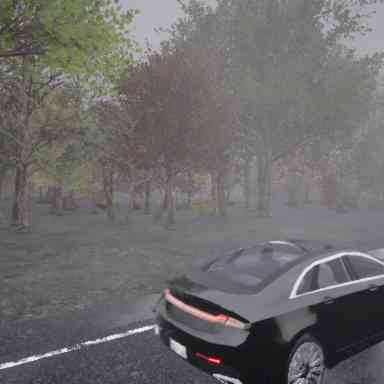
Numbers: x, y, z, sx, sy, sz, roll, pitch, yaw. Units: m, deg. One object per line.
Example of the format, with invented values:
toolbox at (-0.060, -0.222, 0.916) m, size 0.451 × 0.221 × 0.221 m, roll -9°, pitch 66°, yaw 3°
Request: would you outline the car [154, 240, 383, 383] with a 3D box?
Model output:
car at (1.816, 1.491, 5.036) m, size 4.902 × 1.511 × 2.128 m, roll 0°, pitch 0°, yaw -36°
